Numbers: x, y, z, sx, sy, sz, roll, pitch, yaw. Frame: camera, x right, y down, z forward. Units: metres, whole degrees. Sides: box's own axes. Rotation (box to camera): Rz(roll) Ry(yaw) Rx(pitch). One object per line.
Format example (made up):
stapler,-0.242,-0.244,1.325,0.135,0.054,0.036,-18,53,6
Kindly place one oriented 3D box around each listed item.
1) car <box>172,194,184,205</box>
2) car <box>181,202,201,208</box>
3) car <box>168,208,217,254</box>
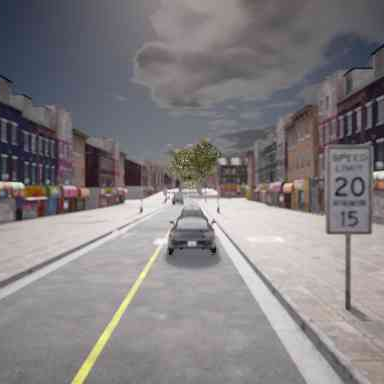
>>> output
car,-2.761,1.453,65.625,2.150,2.045,5.566,0,1,0
car,0.018,1.807,28.235,1.895,1.301,4.718,0,0,0
car,0.027,1.638,13.890,1.812,1.442,4.674,0,0,1
